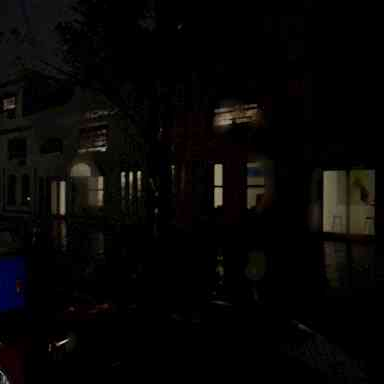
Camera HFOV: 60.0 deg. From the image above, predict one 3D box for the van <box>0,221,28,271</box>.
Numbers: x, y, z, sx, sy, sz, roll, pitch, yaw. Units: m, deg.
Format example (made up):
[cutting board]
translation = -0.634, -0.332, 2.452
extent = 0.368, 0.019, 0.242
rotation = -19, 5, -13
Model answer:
[van]
translation = -4.739, 1.367, 6.233
extent = 3.998, 1.788, 1.690
rotation = 0, 0, 35

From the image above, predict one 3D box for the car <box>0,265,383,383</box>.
[car]
translation = -0.214, 1.588, 3.021
extent = 4.206, 1.307, 1.802
rotation = 0, 0, 35
